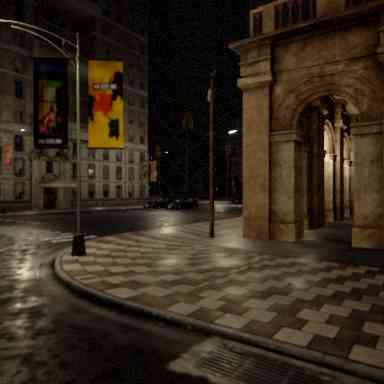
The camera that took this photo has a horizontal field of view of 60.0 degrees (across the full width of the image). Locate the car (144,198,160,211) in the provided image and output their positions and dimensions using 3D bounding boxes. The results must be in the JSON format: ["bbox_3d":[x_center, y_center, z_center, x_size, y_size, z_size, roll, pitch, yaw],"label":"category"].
[{"bbox_3d":[-4.009,1.486,41.962,2.128,1.511,4.902,0,0,36],"label":"car"}]

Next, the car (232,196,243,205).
[{"bbox_3d":[9.006,1.488,59.876,2.128,1.511,4.902,0,0,36],"label":"car"}]

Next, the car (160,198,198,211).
[{"bbox_3d":[-1.156,1.487,39.936,2.128,1.511,4.902,0,0,36],"label":"car"}]
